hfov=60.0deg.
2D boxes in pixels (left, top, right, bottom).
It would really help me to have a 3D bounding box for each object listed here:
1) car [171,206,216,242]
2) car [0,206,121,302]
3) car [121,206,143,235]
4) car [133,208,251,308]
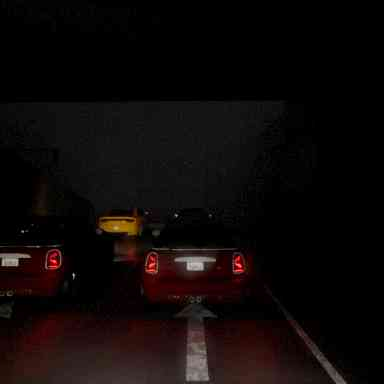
[{"bbox_3d":[0.068,1.547,17.618,2.033,1.411,5.357,0,0,0],"label":"car"},{"bbox_3d":[-3.428,1.352,8.419,2.097,1.767,4.553,0,0,0],"label":"car"},{"bbox_3d":[-3.433,1.478,17.508,1.882,1.535,5.008,0,0,0],"label":"car"},{"bbox_3d":[0.067,1.352,8.092,2.097,1.767,4.553,0,0,0],"label":"car"}]
